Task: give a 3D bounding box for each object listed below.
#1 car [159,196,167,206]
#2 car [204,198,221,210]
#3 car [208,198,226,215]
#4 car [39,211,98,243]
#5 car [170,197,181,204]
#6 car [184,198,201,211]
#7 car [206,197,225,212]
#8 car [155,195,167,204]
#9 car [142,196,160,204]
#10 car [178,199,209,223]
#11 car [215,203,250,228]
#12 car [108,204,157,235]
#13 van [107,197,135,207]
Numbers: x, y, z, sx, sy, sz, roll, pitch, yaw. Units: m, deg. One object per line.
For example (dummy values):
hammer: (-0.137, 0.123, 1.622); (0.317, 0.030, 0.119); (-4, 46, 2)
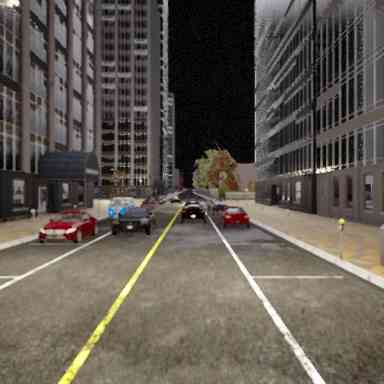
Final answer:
car: (-5.700, 1.567, 55.690); (1.802, 1.307, 4.206); (0, 0, 0)
car: (2.683, 1.547, 44.301); (2.008, 1.369, 4.403); (0, 0, 0)
car: (2.684, 1.549, 32.916); (2.008, 1.369, 4.403); (0, 0, 0)
car: (-5.693, 1.581, 15.841); (1.802, 1.307, 4.206); (0, 0, 0)
car: (-3.012, 1.558, 63.593); (1.994, 1.385, 4.181); (0, 0, 0)
car: (0.092, 1.544, 42.913); (2.033, 1.411, 5.357); (0, 0, 0)
car: (2.684, 1.438, 38.608); (1.967, 1.590, 4.097); (0, 0, 0)
car: (-5.700, 1.417, 61.382); (1.967, 1.590, 4.097); (0, 0, 0)
car: (-5.698, 1.578, 44.302); (1.802, 1.307, 4.206); (0, 0, 0)
car: (0.089, 1.524, 25.445); (1.812, 1.442, 4.674); (0, 0, 0)
car: (2.687, 1.581, 21.532); (1.802, 1.307, 4.206); (0, 0, 0)
car: (-3.103, 1.563, 18.523); (1.994, 1.385, 4.181); (0, 0, 0)
van: (-5.695, 1.339, 27.225); (1.690, 1.788, 3.998); (0, 0, 0)
